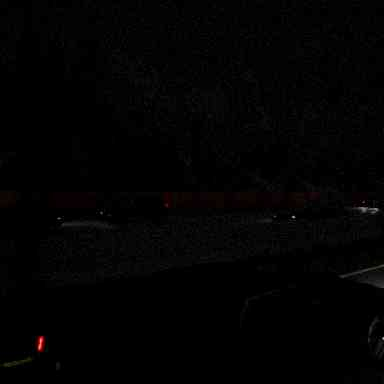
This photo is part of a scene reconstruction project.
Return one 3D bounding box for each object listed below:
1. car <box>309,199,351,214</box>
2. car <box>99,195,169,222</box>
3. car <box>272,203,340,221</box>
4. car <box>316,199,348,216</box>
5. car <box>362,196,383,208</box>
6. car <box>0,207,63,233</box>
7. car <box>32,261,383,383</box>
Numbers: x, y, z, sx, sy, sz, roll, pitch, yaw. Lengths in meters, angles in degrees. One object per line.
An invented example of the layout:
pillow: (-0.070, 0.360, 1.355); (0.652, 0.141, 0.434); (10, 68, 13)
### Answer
car: (15.083, 1.548, 36.224); (4.892, 1.490, 1.837); (1, 0, -35)
car: (-4.525, 1.238, 26.554); (5.566, 2.045, 2.150); (1, 0, -36)
car: (7.569, 1.624, 22.281); (4.718, 1.301, 1.895); (0, 0, -35)
car: (11.451, 1.597, 29.338); (4.181, 1.385, 1.994); (0, 0, -35)
car: (27.171, 1.415, 49.096); (4.553, 1.767, 2.097); (0, 0, -35)
car: (-10.043, 1.550, 18.323); (5.357, 1.411, 2.033); (0, 0, -35)
car: (0.692, 1.604, 4.237); (4.718, 1.301, 1.895); (0, 0, -36)
